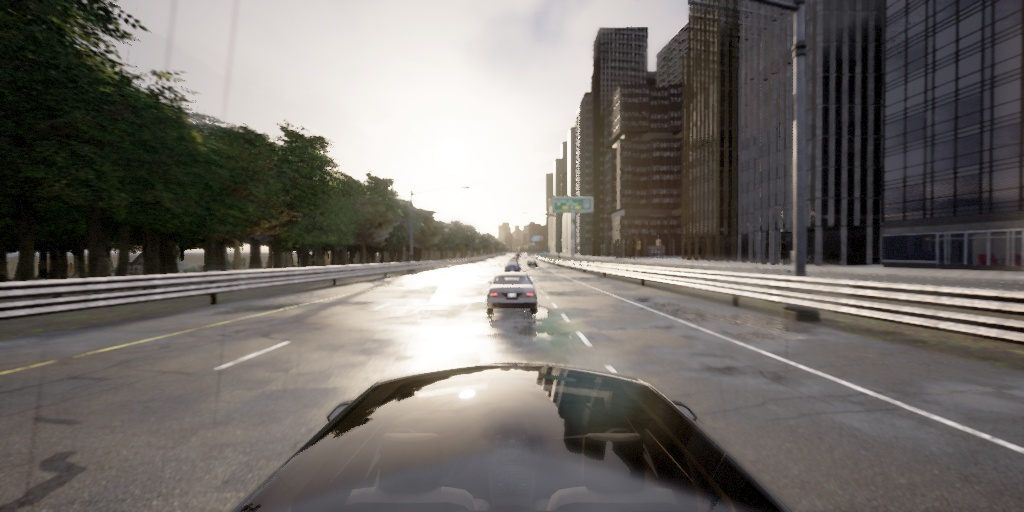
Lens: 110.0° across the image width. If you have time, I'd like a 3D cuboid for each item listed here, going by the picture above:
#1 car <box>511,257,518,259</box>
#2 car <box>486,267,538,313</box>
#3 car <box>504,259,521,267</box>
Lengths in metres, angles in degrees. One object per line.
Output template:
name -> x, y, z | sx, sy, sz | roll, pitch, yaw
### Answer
car -> 0.183, 1.325, 60.710 | 1.837, 1.490, 4.892 | 0, 0, 1
car -> -0.005, 1.332, 14.207 | 2.033, 1.411, 5.357 | 0, 0, 0
car -> 0.054, 1.353, 42.180 | 1.812, 1.442, 4.674 | 0, 0, 0
